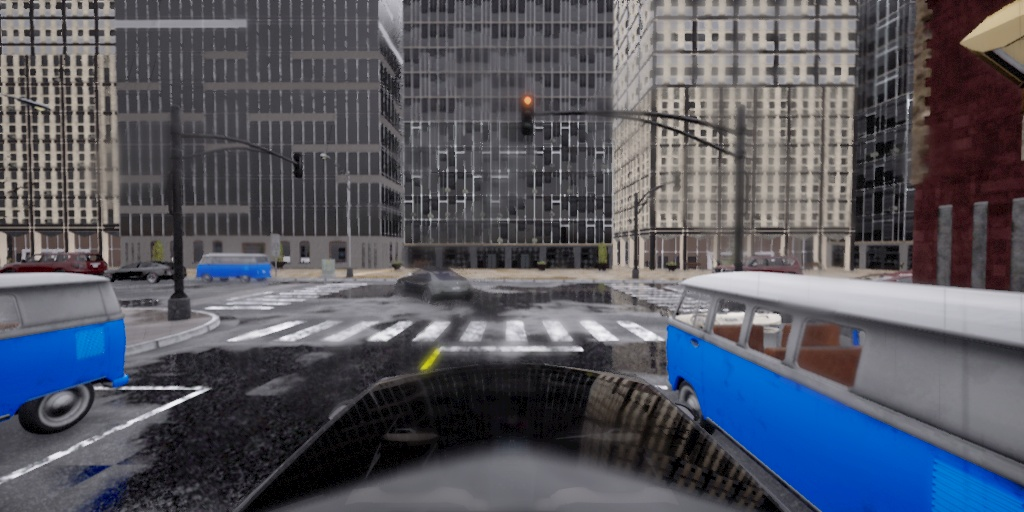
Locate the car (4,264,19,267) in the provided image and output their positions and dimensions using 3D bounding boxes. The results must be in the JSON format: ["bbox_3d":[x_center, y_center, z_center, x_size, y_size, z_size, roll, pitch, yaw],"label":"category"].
[{"bbox_3d":[-22.779,1.139,13.920,4.507,1.381,1.888,0,0,0],"label":"car"}]

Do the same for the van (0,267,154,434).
[{"bbox_3d":[-5.694,1.080,2.835,1.690,1.789,3.998,0,0,0],"label":"van"}]

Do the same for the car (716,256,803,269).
[{"bbox_3d":[15.149,0.917,22.231,5.009,1.841,2.192,0,0,0],"label":"car"}]

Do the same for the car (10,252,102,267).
[{"bbox_3d":[-28.286,0.694,22.308,5.009,1.841,2.192,0,0,0],"label":"car"}]

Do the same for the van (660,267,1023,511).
[{"bbox_3d":[2.687,1.081,2.841,1.690,1.789,3.998,0,0,0],"label":"van"}]

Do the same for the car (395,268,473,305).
[{"bbox_3d":[-3.524,1.212,15.829,1.994,1.385,4.181,0,1,-40],"label":"car"}]

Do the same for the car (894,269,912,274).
[{"bbox_3d":[15.133,1.336,13.853,4.507,1.381,1.888,0,0,0],"label":"car"}]

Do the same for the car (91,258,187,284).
[{"bbox_3d":[-22.762,0.971,22.298,4.313,1.339,1.948,0,0,0],"label":"car"}]

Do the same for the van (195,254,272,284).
[{"bbox_3d":[-17.240,0.772,22.288,3.998,1.789,1.690,0,0,0],"label":"van"}]
